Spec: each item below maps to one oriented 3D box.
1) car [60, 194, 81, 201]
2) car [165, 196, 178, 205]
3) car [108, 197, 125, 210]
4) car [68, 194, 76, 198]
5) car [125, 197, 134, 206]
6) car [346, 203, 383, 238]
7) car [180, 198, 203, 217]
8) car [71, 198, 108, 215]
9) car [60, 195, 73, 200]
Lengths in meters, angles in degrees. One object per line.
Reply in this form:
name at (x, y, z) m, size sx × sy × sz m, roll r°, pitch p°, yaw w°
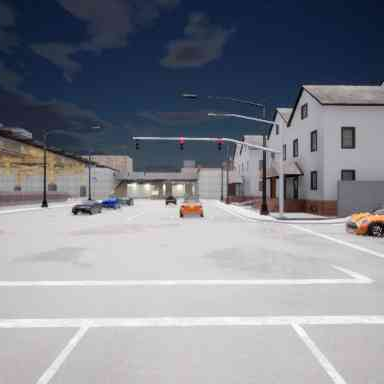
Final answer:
car at (-32.686, 1.452, 89.596) m, size 2.038 × 1.542 × 4.974 m, roll 0°, pitch 0°, yaw 28°
car at (-3.641, 1.505, 58.578) m, size 1.837 × 1.490 × 4.892 m, roll 0°, pitch 0°, yaw 0°
car at (-10.703, 1.478, 44.068) m, size 1.882 × 1.535 × 5.008 m, roll 0°, pitch 0°, yaw 0°
car at (-31.884, 1.452, 84.231) m, size 2.038 × 1.542 × 4.974 m, roll 0°, pitch 0°, yaw -37°
car at (-10.718, 1.526, 54.343) m, size 1.812 × 1.442 × 4.674 m, roll 0°, pitch 0°, yaw 0°
car at (10.881, 1.374, 18.165) m, size 4.553 × 1.767 × 2.097 m, roll -5°, pitch 0°, yaw 0°
car at (-0.015, 1.351, 31.719) m, size 2.097 × 1.767 × 4.553 m, roll 0°, pitch 0°, yaw 0°
car at (-10.683, 1.547, 34.345) m, size 2.033 × 1.411 × 5.357 m, roll 0°, pitch 0°, yaw 0°
car at (-31.915, 1.295, 84.273) m, size 1.853 × 1.218 × 4.536 m, roll 0°, pitch 0°, yaw -37°
